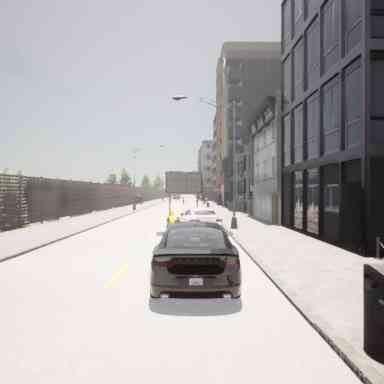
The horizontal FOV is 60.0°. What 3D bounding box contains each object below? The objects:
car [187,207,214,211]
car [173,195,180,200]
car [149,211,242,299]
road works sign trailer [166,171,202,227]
[{"bbox_3d":[0.409,1.539,17.860,1.812,1.442,4.674,0,-1,-9],"label":"car"},{"bbox_3d":[-4.328,1.502,94.113,1.837,1.490,4.892,0,0,0],"label":"car"},{"bbox_3d":[0.069,1.477,8.508,1.882,1.535,5.008,0,0,0],"label":"car"},{"bbox_3d":[-0.575,0.464,21.342,2.380,3.560,2.880,0,0,-17],"label":"road works sign trailer"}]
